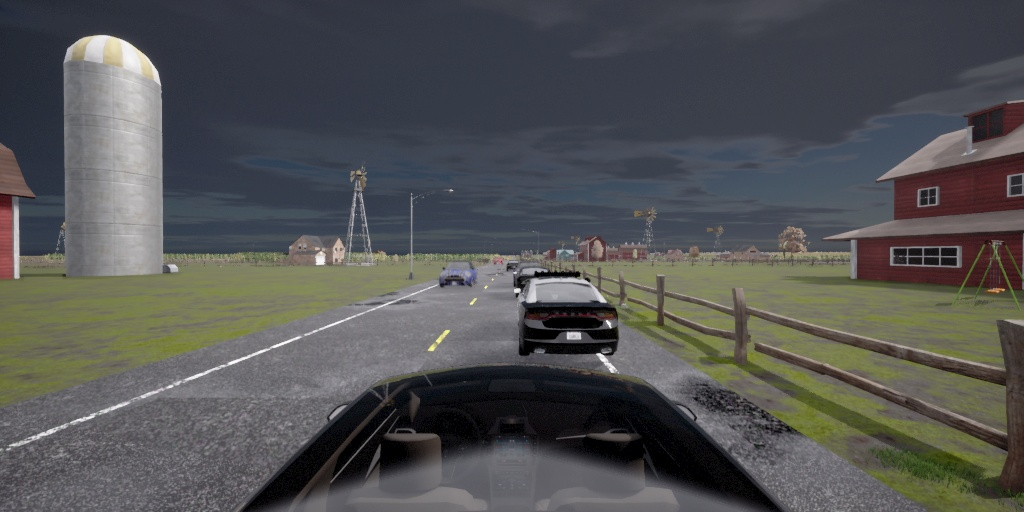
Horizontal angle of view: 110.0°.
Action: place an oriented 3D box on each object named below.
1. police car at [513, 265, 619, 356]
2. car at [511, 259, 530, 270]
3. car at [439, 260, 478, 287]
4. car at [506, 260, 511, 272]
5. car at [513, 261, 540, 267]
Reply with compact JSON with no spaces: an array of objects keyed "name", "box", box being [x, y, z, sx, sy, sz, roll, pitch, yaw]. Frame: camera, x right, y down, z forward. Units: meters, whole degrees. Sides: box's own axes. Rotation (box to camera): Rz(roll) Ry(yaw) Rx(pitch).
[{"name":"police car","box":[1.079,1.175,8.771,1.930,1.638,5.238,0,0,0]},{"name":"car","box":[1.137,1.109,24.633,2.097,1.767,4.553,0,0,0]},{"name":"car","box":[-3.512,1.109,24.136,2.097,1.767,4.553,0,0,0]},{"name":"car","box":[0.230,1.267,48.316,1.882,1.535,5.008,0,0,0]},{"name":"car","box":[1.116,1.231,18.662,1.882,1.535,5.008,0,0,0]}]
